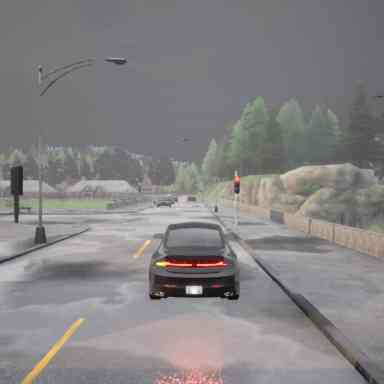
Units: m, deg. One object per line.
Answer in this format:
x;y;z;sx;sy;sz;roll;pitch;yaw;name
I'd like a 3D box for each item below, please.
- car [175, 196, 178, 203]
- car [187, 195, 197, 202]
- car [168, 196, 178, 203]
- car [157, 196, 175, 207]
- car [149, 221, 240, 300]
-4.100;1.503;59.753;1.837;1.490;4.892;0;0;0;car
-0.027;1.324;70.993;1.882;1.535;5.008;0;0;0;car
-4.027;1.594;72.020;1.895;1.301;4.718;0;0;0;car
-4.114;1.564;49.740;1.994;1.385;4.181;0;0;0;car
0.058;1.505;8.375;1.837;1.490;4.892;0;0;0;car
